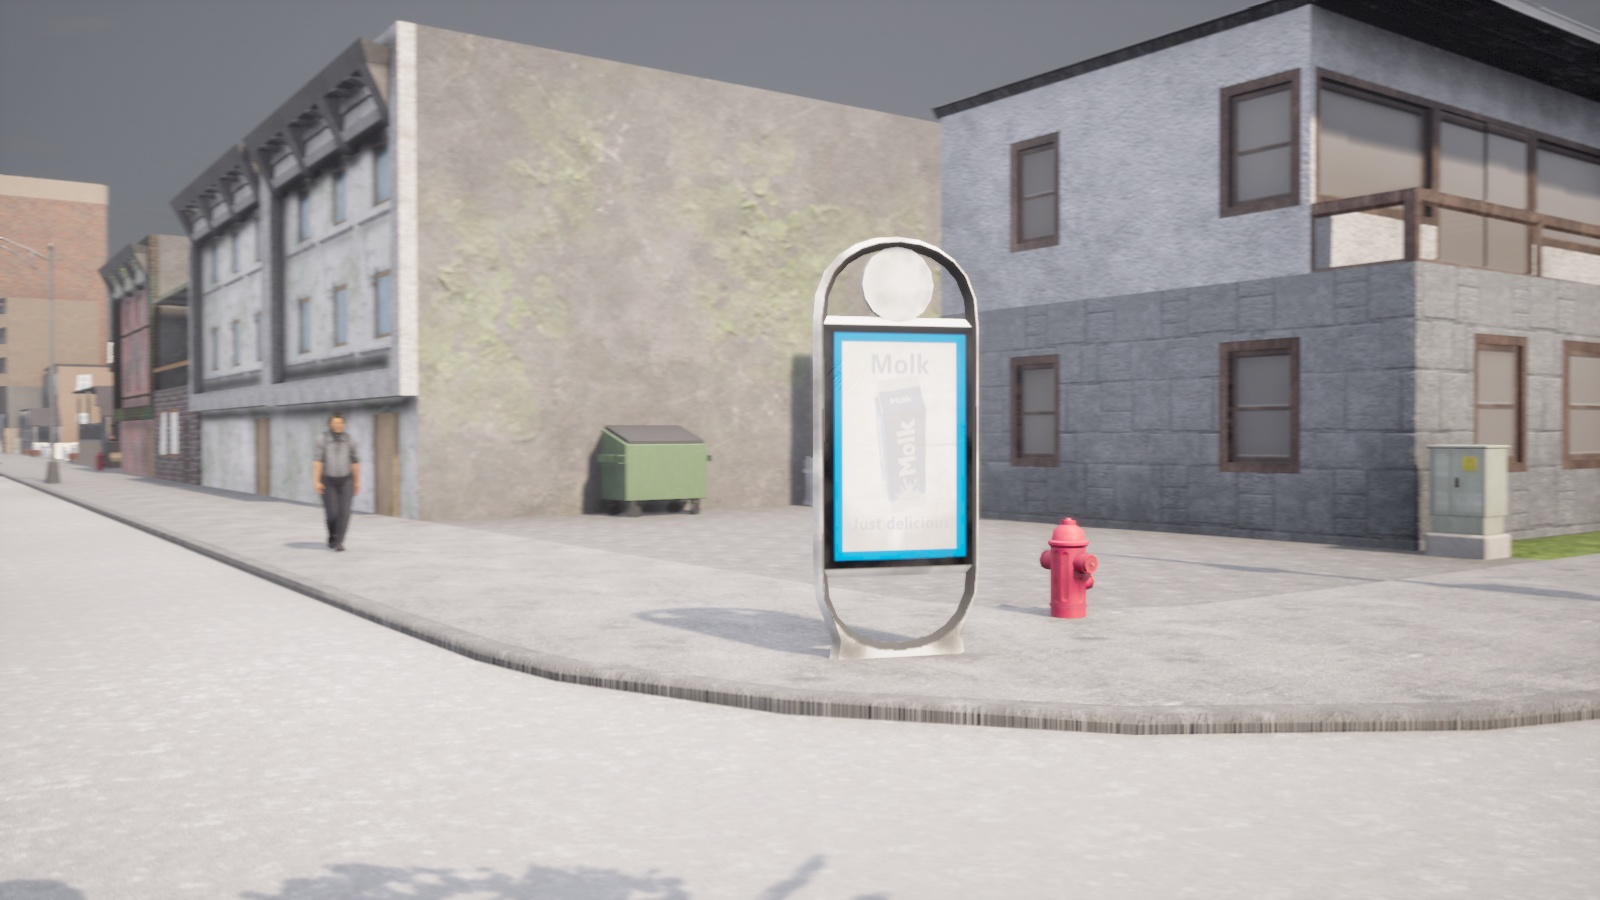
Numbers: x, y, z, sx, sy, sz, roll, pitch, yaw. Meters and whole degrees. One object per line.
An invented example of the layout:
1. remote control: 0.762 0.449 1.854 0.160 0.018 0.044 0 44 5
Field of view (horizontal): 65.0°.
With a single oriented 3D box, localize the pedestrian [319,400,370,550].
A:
1. pedestrian: -5.762 0.306 15.878 0.540 1.848 0.694 0 1 -26
